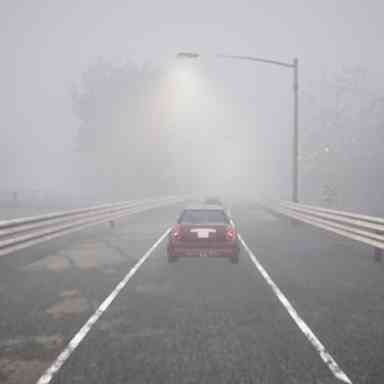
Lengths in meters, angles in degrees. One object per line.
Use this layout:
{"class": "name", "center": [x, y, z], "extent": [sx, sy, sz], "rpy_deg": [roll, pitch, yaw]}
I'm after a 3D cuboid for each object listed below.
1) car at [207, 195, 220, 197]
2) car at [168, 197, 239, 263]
{"class": "car", "center": [2.257, 1.079, 35.165], "extent": [1.837, 1.490, 4.892], "rpy_deg": [0, 1, 6]}
{"class": "car", "center": [0.402, 1.215, 11.615], "extent": [2.097, 1.767, 4.553], "rpy_deg": [0, 1, 2]}
